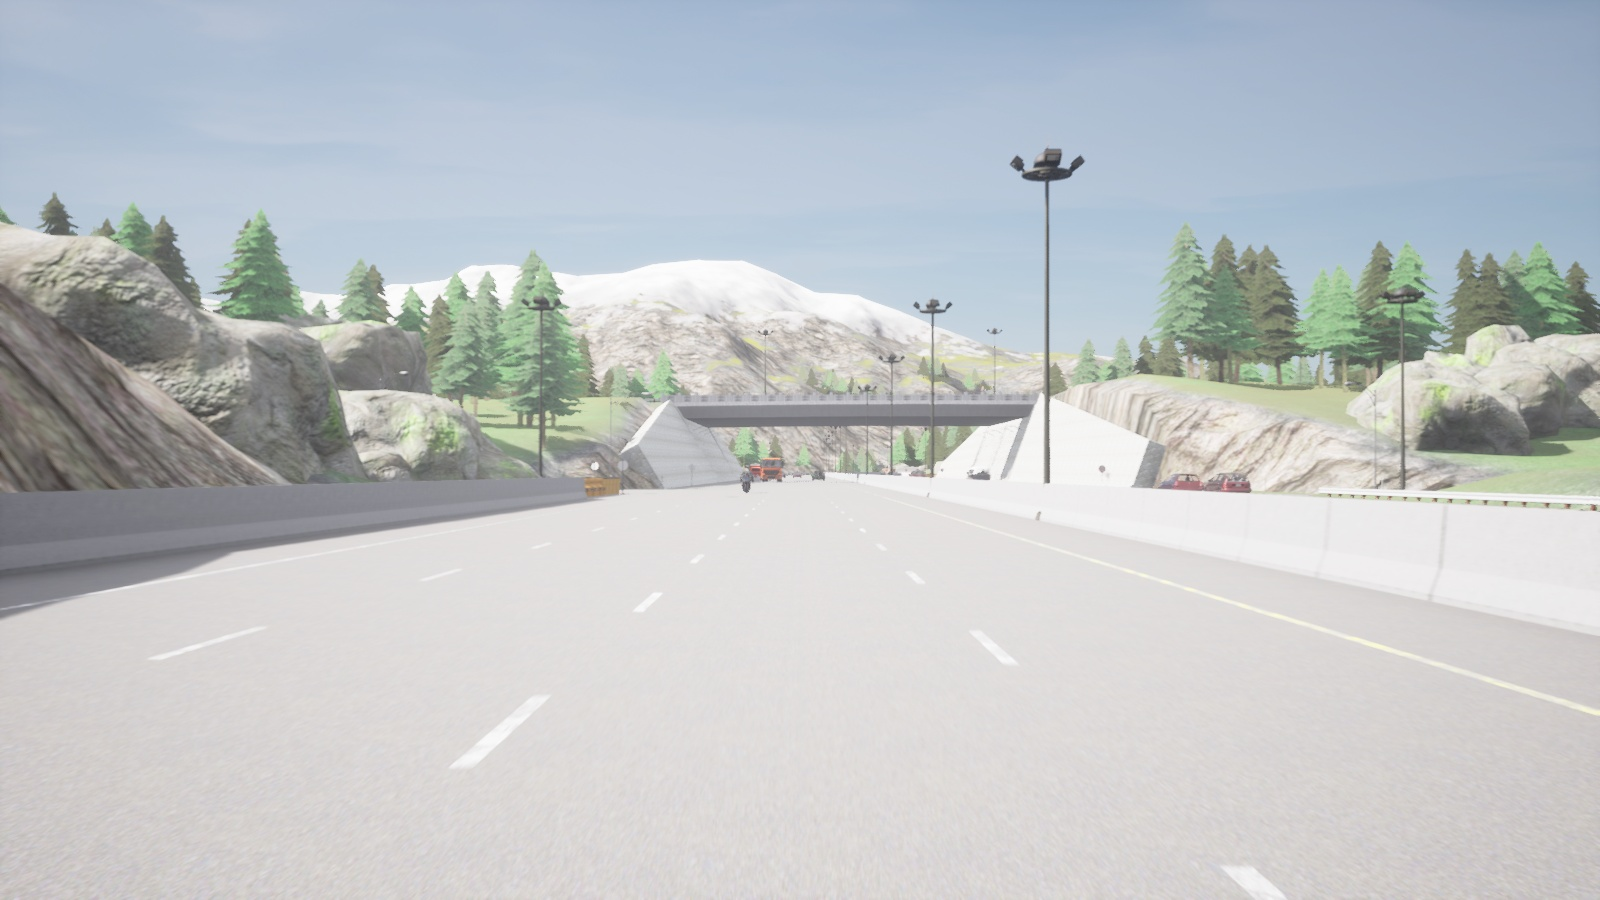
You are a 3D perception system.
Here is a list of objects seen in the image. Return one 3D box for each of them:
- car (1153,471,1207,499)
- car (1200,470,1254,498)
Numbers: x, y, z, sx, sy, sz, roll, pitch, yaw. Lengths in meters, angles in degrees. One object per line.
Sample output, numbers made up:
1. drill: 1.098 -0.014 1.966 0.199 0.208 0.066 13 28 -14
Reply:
1. car: 20.833 1.896 68.968 1.845 1.501 3.633 0 -1 0
2. car: 24.326 1.890 71.604 1.789 1.549 3.705 0 -1 0
